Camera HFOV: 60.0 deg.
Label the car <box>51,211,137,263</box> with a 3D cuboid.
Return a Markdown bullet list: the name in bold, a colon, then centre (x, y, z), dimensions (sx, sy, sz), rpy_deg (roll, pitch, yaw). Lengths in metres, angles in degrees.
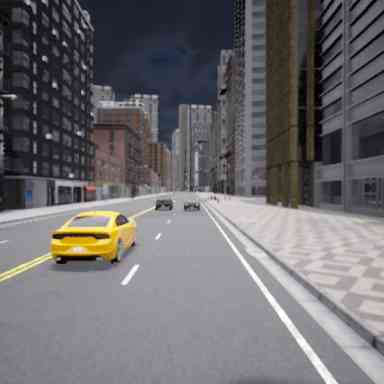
- **car**: centre (-3.149, 1.404, 11.634), dimensions (1.882, 1.535, 5.008), rpy_deg (0, 1, 0)

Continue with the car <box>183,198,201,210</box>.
- **car**: centre (0.015, 1.379, 38.072), dimensions (1.895, 1.301, 4.718), rpy_deg (0, 0, 0)

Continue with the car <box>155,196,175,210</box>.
- **car**: centre (-3.149, 1.261, 38.667), dimensions (1.837, 1.490, 4.892), rpy_deg (0, 0, 0)
